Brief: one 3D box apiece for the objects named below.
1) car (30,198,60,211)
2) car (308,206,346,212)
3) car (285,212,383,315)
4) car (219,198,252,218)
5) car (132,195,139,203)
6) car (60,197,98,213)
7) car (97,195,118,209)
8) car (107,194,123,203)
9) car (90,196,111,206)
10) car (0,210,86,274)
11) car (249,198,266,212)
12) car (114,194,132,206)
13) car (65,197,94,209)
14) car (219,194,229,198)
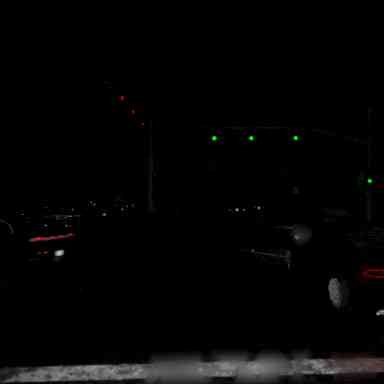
[{"bbox_3d":[-15.007,1.425,34.763,1.882,1.535,5.008,0,0,0],"label":"car"},{"bbox_3d":[7.126,1.491,17.760,1.812,1.442,4.674,0,0,0],"label":"car"},{"bbox_3d":[3.612,1.462,7.633,1.882,1.535,5.008,0,0,0],"label":"car"},{"bbox_3d":[3.642,1.494,29.381,2.033,1.411,5.357,0,0,0],"label":"car"},{"bbox_3d":[-11.403,1.387,63.772,2.128,1.511,4.902,0,0,0],"label":"car"},{"bbox_3d":[-11.549,1.510,34.273,1.994,1.385,4.181,0,0,1],"label":"car"},{"bbox_3d":[-11.440,1.436,43.095,1.837,1.490,4.892,0,0,0],"label":"car"},{"bbox_3d":[-14.893,1.247,64.810,2.097,1.767,4.553,0,0,0],"label":"car"},{"bbox_3d":[-14.925,1.404,54.644,2.128,1.511,4.902,0,0,0],"label":"car"},{"bbox_3d":[-5.772,1.476,10.482,4.902,1.511,2.128,0,0,31],"label":"car"},{"bbox_3d":[7.154,1.434,38.005,1.837,1.490,4.892,0,0,0],"label":"car"},{"bbox_3d":[-11.427,1.439,53.365,1.812,1.442,4.674,0,0,0],"label":"car"},{"bbox_3d":[-14.939,1.478,44.541,2.033,1.411,5.357,0,0,0],"label":"car"},{"bbox_3d":[7.340,1.218,76.450,2.097,1.767,4.553,0,0,2],"label":"car"}]
